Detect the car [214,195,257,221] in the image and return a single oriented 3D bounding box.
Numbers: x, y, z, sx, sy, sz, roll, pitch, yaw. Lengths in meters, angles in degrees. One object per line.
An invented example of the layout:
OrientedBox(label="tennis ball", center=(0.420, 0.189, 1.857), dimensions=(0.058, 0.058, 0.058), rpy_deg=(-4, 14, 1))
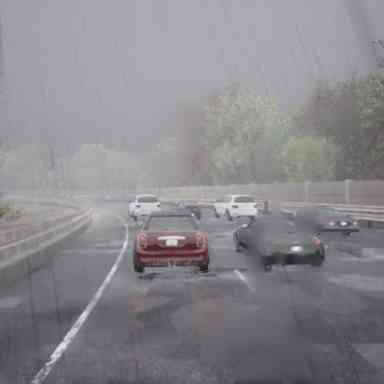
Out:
OrientedBox(label="car", center=(3.392, 1.240, 27.002), dimensions=(2.150, 2.045, 5.566), rpy_deg=(0, 0, -13))

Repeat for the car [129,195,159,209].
OrientedBox(label="car", center=(-4.050, 1.269, 28.090), dimensions=(2.150, 2.045, 5.566), rpy_deg=(0, 0, -16))

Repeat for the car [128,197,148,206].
OrientedBox(label="car", center=(-9.340, 1.605, 57.310), dimensions=(1.837, 1.490, 4.892), rpy_deg=(0, 0, -30))

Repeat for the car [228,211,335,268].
OrientedBox(label="car", center=(2.734, 1.567, 11.314), dimensions=(1.994, 1.385, 4.181), rpy_deg=(0, 0, -6))

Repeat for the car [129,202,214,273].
OrientedBox(label="car", center=(-0.742, 1.367, 10.953), dimensions=(2.097, 1.767, 4.553), rpy_deg=(0, 0, -6))

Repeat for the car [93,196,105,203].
OrientedBox(label="car", center=(-21.372, 1.692, 76.526), dimensions=(2.128, 1.511, 4.902), rpy_deg=(0, 0, -31))

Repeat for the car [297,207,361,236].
OrientedBox(label="car", center=(6.948, 1.543, 18.259), dimensions=(2.033, 1.411, 5.357), rpy_deg=(0, 0, -6))
